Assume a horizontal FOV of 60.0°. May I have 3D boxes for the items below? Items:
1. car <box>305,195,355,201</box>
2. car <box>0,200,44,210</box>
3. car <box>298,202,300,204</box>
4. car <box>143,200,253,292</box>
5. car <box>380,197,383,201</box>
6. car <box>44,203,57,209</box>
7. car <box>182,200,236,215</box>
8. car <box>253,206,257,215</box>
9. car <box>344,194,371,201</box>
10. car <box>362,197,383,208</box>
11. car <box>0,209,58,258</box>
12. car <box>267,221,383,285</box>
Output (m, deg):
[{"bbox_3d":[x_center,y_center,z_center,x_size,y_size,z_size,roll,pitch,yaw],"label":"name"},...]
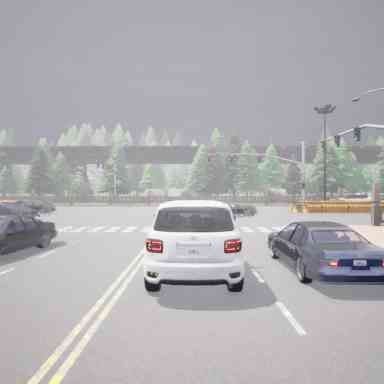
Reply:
[{"bbox_3d":[16.671,1.491,40.779,4.902,1.511,2.128,0,0,0],"label":"car"},{"bbox_3d":[-15.262,1.547,26.755,5.357,1.411,2.033,0,0,0],"label":"car"},{"bbox_3d":[17.827,1.477,47.774,5.008,1.535,1.882,0,0,0],"label":"car"},{"bbox_3d":[0.067,1.221,9.061,2.150,2.045,5.566,0,0,1],"label":"car"},{"bbox_3d":[26.174,1.478,40.734,5.008,1.535,1.882,0,0,0],"label":"car"},{"bbox_3d":[-16.297,1.491,33.761,4.902,1.511,2.128,0,0,0],"label":"car"},{"bbox_3d":[1.685,1.547,33.663,5.357,1.411,2.033,0,0,0],"label":"car"},{"bbox_3d":[3.439,1.491,30.153,4.902,1.511,2.128,0,0,0],"label":"car"},{"bbox_3d":[21.113,1.221,44.256,5.566,2.045,2.150,0,0,0],"label":"car"},{"bbox_3d":[27.319,1.505,47.727,4.892,1.490,1.837,0,0,0],"label":"car"},{"bbox_3d":[-6.815,1.547,11.946,2.033,1.411,5.357,0,0,4],"label":"car"},{"bbox_3d":[3.576,1.547,9.550,2.033,1.411,5.357,0,0,0],"label":"car"}]
